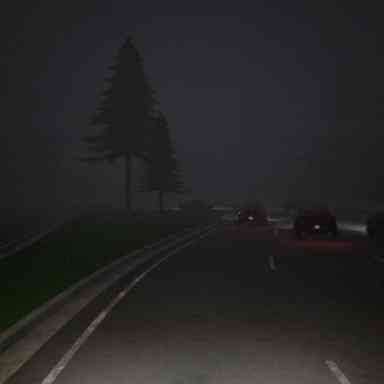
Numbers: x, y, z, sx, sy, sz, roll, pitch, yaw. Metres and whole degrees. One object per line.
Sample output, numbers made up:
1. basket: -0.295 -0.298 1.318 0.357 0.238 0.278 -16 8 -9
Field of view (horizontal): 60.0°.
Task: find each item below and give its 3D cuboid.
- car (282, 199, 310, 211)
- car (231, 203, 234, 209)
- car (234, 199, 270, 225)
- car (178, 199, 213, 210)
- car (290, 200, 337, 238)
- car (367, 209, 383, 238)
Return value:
1. car: 12.263 1.473 36.992 2.033 1.411 5.357 0 0 -21
2. car: 6.832 1.518 39.658 1.895 1.301 4.718 0 0 -36
3. car: 4.331 1.477 23.469 1.812 1.442 4.674 0 0 15
4. car: 0.451 1.477 39.960 4.181 1.385 1.994 0 0 30
5. car: 6.386 1.442 17.631 1.882 1.535 5.008 0 0 15
6. car: 9.239 1.464 14.778 2.128 1.511 4.902 0 0 15
